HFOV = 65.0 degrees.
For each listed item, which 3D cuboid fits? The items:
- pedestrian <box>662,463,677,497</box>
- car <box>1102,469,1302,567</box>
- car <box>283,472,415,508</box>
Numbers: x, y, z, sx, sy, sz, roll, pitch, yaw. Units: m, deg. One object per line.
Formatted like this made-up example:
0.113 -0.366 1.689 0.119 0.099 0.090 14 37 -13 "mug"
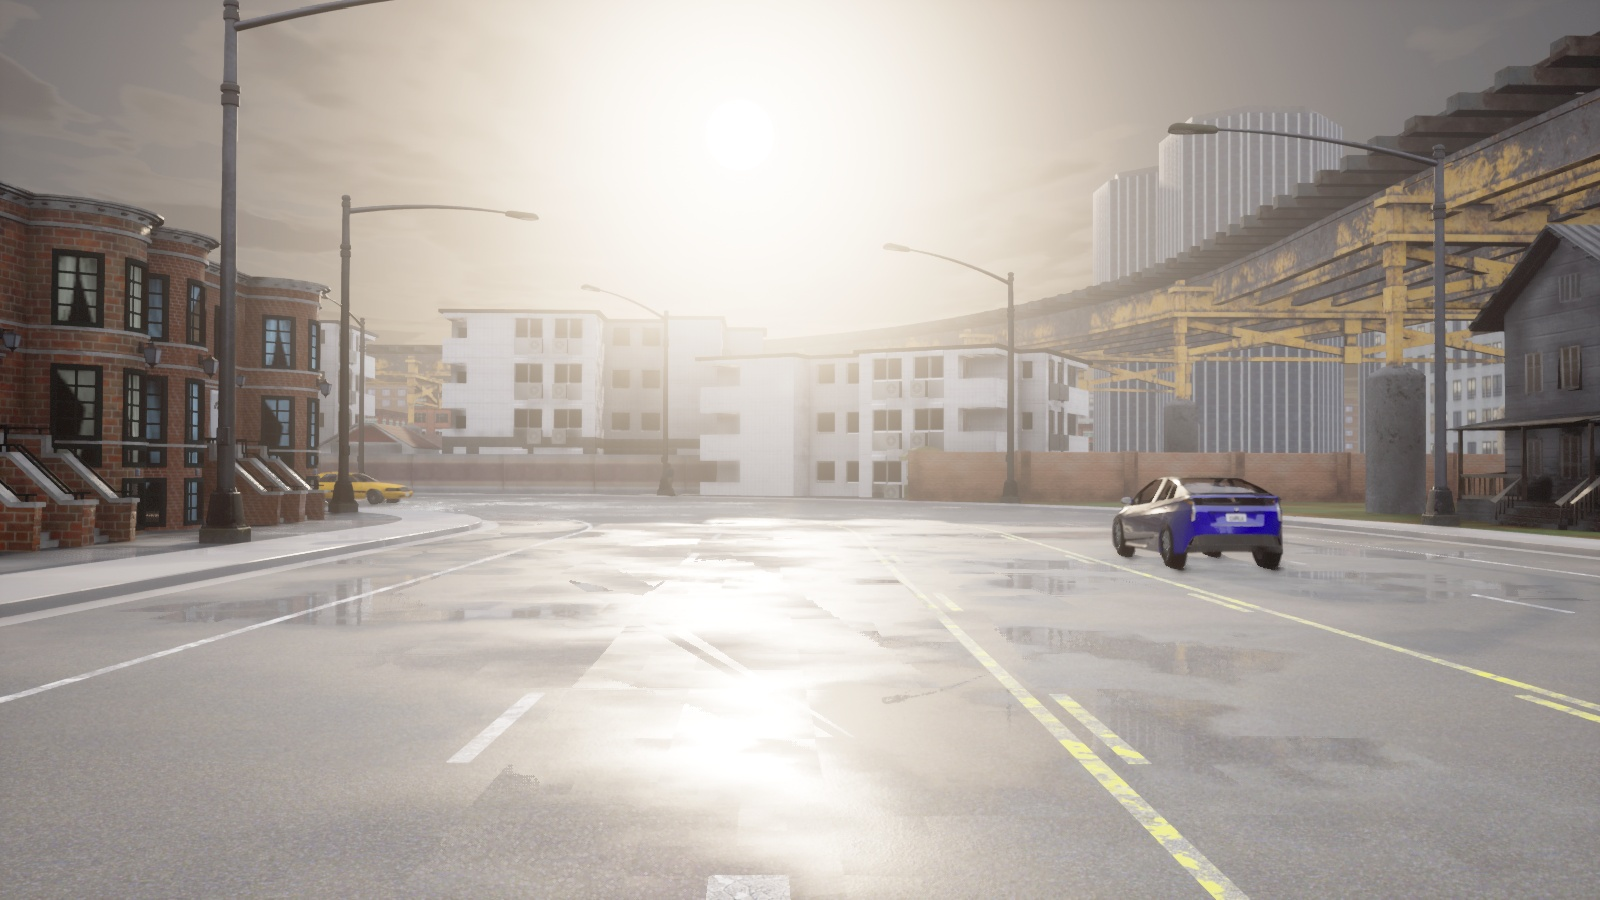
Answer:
-7.023 1.629 67.517 0.726 1.835 0.370 -1 -1 22 "pedestrian"
6.846 1.101 21.928 2.007 1.525 4.514 0 -1 0 "car"
-20.068 1.771 55.967 5.366 1.575 1.801 0 -1 10 "car"
